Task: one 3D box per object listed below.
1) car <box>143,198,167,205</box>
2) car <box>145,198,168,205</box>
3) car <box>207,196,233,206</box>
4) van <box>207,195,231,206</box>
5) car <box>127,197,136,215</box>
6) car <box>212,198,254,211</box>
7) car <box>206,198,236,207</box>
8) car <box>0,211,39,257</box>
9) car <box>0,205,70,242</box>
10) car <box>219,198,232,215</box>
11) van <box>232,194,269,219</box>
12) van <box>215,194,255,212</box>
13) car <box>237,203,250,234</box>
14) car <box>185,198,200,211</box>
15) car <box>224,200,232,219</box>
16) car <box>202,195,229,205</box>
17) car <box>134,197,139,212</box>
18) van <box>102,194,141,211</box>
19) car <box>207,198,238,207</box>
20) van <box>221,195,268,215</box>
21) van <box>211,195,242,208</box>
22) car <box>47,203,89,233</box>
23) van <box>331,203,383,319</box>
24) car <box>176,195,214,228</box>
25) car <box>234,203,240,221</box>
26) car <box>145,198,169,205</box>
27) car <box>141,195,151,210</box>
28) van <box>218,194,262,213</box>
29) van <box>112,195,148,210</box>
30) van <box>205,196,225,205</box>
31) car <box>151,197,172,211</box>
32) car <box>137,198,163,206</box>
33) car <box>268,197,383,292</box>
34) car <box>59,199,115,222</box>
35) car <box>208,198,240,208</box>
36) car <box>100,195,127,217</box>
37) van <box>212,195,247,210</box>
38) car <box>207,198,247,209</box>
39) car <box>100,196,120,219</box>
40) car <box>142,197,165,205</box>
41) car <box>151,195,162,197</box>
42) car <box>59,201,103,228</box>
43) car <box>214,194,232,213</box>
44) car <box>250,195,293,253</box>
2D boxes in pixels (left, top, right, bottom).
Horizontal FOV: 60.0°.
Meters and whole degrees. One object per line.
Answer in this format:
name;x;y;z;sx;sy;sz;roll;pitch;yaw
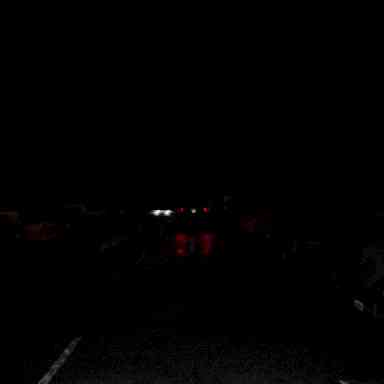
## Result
car;-8.041;2.026;72.073;5.008;1.535;2.097;0;-1;0
car;-8.042;2.088;74.845;4.892;1.521;2.231;0;-1;0
car;5.002;1.707;60.780;4.553;1.767;2.185;0;-1;0
van;5.150;1.652;63.551;4.442;1.987;1.878;0;-1;0
car;-8.048;1.486;30.459;5.008;1.535;2.097;0;0;0
car;5.041;1.516;41.389;5.008;1.535;2.097;0;-1;0
car;5.029;1.789;58.132;5.008;1.535;2.097;0;-1;0
car;-8.070;1.512;11.025;4.792;1.488;2.163;0;0;0
car;-8.227;1.480;13.801;5.366;1.575;1.946;0;0;0
car;5.032;1.486;27.558;5.008;1.535;2.097;0;0;0
van;5.154;1.260;22.142;4.442;1.987;1.878;0;0;0
van;4.919;1.263;38.771;4.442;1.987;1.878;0;0;0
car;5.033;1.484;16.477;5.008;1.535;2.097;0;0;0
car;0.095;1.563;42.846;1.837;1.490;4.892;0;-1;0
car;5.035;1.526;24.786;4.674;1.452;2.002;0;0;0
car;5.060;1.770;71.857;5.566;2.045;2.435;0;-1;0
car;-8.041;1.527;33.235;4.674;1.452;2.002;0;0;0
van;-8.160;1.262;36.011;4.442;1.987;1.878;0;0;0
car;5.029;1.742;55.237;5.008;1.535;2.097;0;-1;0
van;5.153;1.262;33.223;4.442;1.987;1.878;0;0;0
van;5.152;1.426;49.701;4.442;1.987;1.878;0;-1;0
car;-8.035;1.485;16.577;4.892;1.521;2.231;0;0;0
van;4.923;1.256;5.396;4.442;1.987;1.878;0;0;0
car;0.098;1.226;22.353;2.150;2.045;5.566;0;0;0
car;5.041;1.525;19.372;4.674;1.452;2.002;0;0;0
car;-8.234;2.153;77.613;5.366;1.575;1.946;0;-1;0
car;-8.016;1.237;38.787;5.566;2.045;2.435;0;0;0
van;5.153;1.263;35.868;4.442;1.987;1.878;0;0;0
van;-8.161;1.338;44.323;4.442;1.987;1.878;0;-1;0
van;5.149;1.859;74.748;4.442;1.987;1.878;0;-1;0
car;-3.592;1.604;41.655;1.994;1.385;4.181;0;-1;0
car;-8.017;1.910;63.749;4.792;1.488;2.163;0;-1;0
car;5.011;1.231;8.165;5.566;2.045;2.435;0;0;0
car;-8.228;1.482;22.130;5.366;1.575;1.946;0;0;0
car;5.028;1.698;52.467;4.892;1.521;2.231;0;-1;0
car;-8.074;1.360;27.682;4.553;1.767;2.185;0;0;0
van;4.918;1.336;44.162;4.442;1.987;1.878;0;-1;0
car;4.850;1.604;46.926;5.366;1.575;1.946;0;-1;0
car;-8.074;1.360;24.906;4.553;1.767;2.185;0;0;0
car;-8.016;1.848;69.299;4.553;1.767;2.185;0;-1;0
car;-8.040;1.744;55.422;5.008;1.535;2.097;0;-1;0
car;-8.048;1.485;19.354;4.892;1.521;2.231;0;0;0
car;5.009;1.236;30.452;5.566;2.045;2.435;0;0;0
car;5.011;1.232;10.935;5.566;2.045;2.435;0;0;0
